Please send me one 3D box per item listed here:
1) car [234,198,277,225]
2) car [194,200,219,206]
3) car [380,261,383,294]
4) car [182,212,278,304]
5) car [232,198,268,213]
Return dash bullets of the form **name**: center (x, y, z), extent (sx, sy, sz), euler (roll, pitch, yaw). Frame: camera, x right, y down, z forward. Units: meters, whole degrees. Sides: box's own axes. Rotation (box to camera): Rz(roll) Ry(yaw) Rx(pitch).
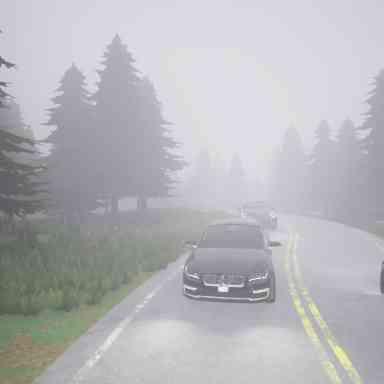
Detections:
- **car**: center (3.845, 1.271, 20.346), extent (2.097, 1.767, 4.553), euler (-1, 0, 5)
- **car**: center (1.852, 1.799, 44.838), extent (1.812, 1.442, 4.674), euler (3, -5, -35)
- **car**: center (4.486, 1.309, 4.625), extent (2.097, 1.767, 4.553), euler (-1, 0, 8)
- **car**: center (1.078, 1.496, 8.390), extent (1.837, 1.490, 4.892), euler (-1, 0, 12)
- **car**: center (6.149, 1.411, 35.719), extent (1.837, 1.490, 4.892), euler (2, -1, -16)
